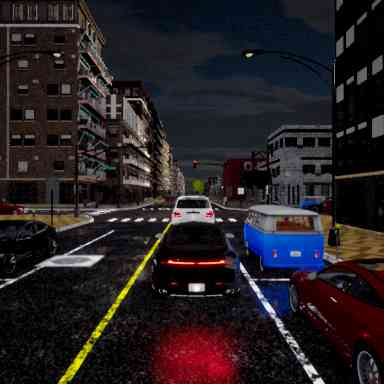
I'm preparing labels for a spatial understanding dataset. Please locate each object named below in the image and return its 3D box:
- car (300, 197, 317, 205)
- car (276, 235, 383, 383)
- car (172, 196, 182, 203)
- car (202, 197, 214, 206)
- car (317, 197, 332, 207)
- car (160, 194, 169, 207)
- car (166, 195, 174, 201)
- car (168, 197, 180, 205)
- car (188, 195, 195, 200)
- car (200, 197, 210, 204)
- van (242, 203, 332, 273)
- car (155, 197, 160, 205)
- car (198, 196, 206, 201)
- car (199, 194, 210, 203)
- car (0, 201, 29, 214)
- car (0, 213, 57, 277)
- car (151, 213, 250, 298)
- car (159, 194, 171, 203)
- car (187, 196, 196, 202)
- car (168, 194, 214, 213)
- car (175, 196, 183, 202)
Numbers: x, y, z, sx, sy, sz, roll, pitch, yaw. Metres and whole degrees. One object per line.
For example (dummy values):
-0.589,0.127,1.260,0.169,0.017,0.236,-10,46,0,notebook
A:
15.075,1.620,36.997,5.357,1.411,2.033,0,0,2,car
2.651,1.582,4.640,1.802,1.307,4.206,0,0,0,car
-3.137,1.583,70.424,1.812,1.442,4.674,0,0,0,car
2.587,1.562,55.286,1.752,1.417,4.829,0,0,0,car
14.862,1.359,31.244,5.009,1.841,2.192,0,0,0,car
-3.196,1.383,50.185,2.097,1.767,4.553,0,0,0,car
-5.858,1.617,88.164,1.752,1.417,4.829,0,0,0,car
-3.186,1.644,60.081,1.895,1.301,4.718,0,0,0,car
-0.176,1.584,91.949,1.895,1.301,4.718,0,0,0,car
2.565,1.634,66.194,1.802,1.307,4.206,0,0,0,car
2.641,1.343,10.329,1.690,1.788,3.998,0,0,0,van
-5.804,1.569,60.468,1.752,1.417,4.829,0,0,0,car
2.523,1.643,88.351,2.008,1.369,4.403,0,0,0,car
2.556,1.376,71.734,2.192,1.841,5.009,0,0,0,car
-17.526,1.535,31.101,4.206,1.307,1.802,0,0,0,car
-5.707,1.567,10.338,1.947,1.339,4.313,0,0,0,car
0.081,1.506,8.511,1.837,1.490,4.892,0,0,0,car
-5.825,1.376,71.717,2.192,1.841,5.009,0,0,0,car
-0.157,1.618,81.499,2.033,1.411,5.357,0,0,0,car
0.054,1.225,18.512,2.150,2.045,5.566,0,0,0,car
-3.158,1.629,81.946,1.994,1.385,4.181,0,0,0,car
